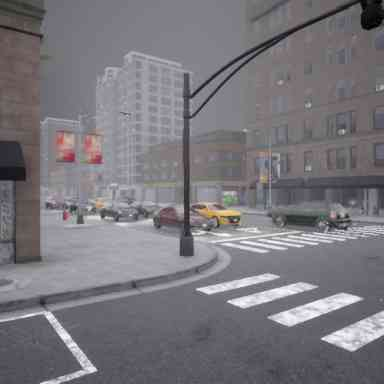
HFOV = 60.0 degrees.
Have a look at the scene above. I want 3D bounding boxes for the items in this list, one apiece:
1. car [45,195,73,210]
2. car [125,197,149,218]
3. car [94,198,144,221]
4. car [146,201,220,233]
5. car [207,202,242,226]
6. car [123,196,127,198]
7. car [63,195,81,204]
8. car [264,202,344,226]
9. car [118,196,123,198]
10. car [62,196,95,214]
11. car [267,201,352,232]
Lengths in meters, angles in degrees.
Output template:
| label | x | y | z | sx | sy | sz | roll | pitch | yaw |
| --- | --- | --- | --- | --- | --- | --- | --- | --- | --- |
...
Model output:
| label | x | y | z | sx | sy | sz | roll | pitch | yaw |
| --- | --- | --- | --- | --- | --- | --- | --- | --- | --- |
| car | -17.434 | 1.287 | 42.866 | 2.097 | 1.767 | 4.553 | 0 | 0 | -35 |
| car | -4.208 | 1.484 | 30.040 | 1.812 | 1.442 | 4.674 | 0 | 0 | -36 |
| car | -5.998 | 1.490 | 26.964 | 1.812 | 1.442 | 4.674 | 0 | 0 | -36 |
| car | -0.679 | 1.504 | 19.589 | 1.812 | 1.442 | 4.674 | 0 | 0 | -35 |
| car | 1.233 | 1.450 | 22.475 | 1.882 | 1.535 | 5.008 | 0 | 0 | -35 |
| car | -10.379 | 1.423 | 50.021 | 1.837 | 1.490 | 4.892 | 0 | 0 | -36 |
| car | -21.710 | 1.405 | 60.181 | 1.837 | 1.490 | 4.892 | 0 | 0 | -36 |
| car | 8.066 | 1.514 | 24.454 | 2.033 | 1.411 | 5.357 | 0 | 0 | -36 |
| car | -10.142 | 1.421 | 38.263 | 1.882 | 1.535 | 5.008 | 0 | 0 | -36 |
| car | -11.440 | 1.442 | 34.500 | 2.128 | 1.511 | 4.902 | 0 | 0 | -36 |
| car | 7.128 | 1.329 | 20.206 | 2.097 | 1.767 | 4.553 | 0 | 0 | -36 |
